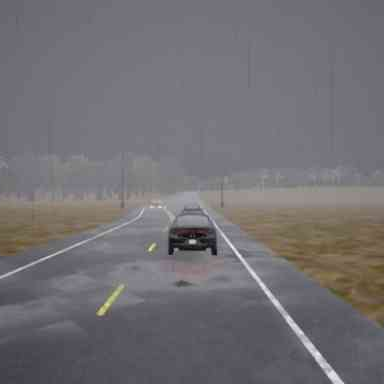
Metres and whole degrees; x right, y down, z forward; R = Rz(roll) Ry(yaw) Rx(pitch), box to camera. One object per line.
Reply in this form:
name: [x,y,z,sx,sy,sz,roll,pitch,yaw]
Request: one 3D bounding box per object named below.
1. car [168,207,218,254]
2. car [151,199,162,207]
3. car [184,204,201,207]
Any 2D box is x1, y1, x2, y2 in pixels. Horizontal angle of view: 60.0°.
car: [0.038,1.627,14.250,1.882,1.535,5.008,0,0,0]
car: [-6.914,2.062,65.607,1.882,1.535,5.008,0,0,-1]
car: [0.045,1.789,28.517,2.128,1.511,4.902,0,0,0]
